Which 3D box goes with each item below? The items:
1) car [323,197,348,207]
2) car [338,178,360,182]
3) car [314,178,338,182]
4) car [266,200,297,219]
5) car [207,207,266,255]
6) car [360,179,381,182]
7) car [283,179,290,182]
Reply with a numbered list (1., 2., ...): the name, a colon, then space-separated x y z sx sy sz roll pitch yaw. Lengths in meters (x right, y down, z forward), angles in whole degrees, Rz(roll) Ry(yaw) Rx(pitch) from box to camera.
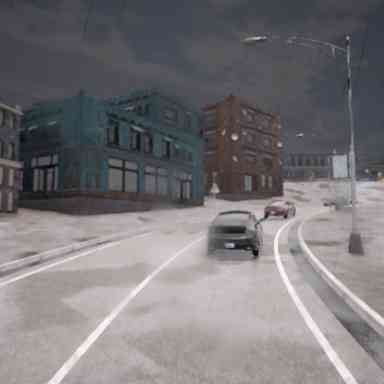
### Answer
1. car: 21.272 1.447 49.248 4.181 1.385 1.994 -1 -3 -36
2. car: 38.785 -2.714 84.030 4.892 1.521 2.231 0 -5 -1
3. car: 33.266 -2.697 83.935 4.892 1.521 2.231 0 -5 -1
4. car: 7.394 1.423 27.838 1.812 1.442 4.674 -3 -1 29
5. car: 1.821 1.492 13.364 1.837 1.490 4.892 -1 0 14
6. car: 44.330 -2.665 84.224 4.674 1.452 2.002 0 -5 -2
7. car: 22.325 -2.764 83.773 4.553 1.767 2.185 0 -5 -1
